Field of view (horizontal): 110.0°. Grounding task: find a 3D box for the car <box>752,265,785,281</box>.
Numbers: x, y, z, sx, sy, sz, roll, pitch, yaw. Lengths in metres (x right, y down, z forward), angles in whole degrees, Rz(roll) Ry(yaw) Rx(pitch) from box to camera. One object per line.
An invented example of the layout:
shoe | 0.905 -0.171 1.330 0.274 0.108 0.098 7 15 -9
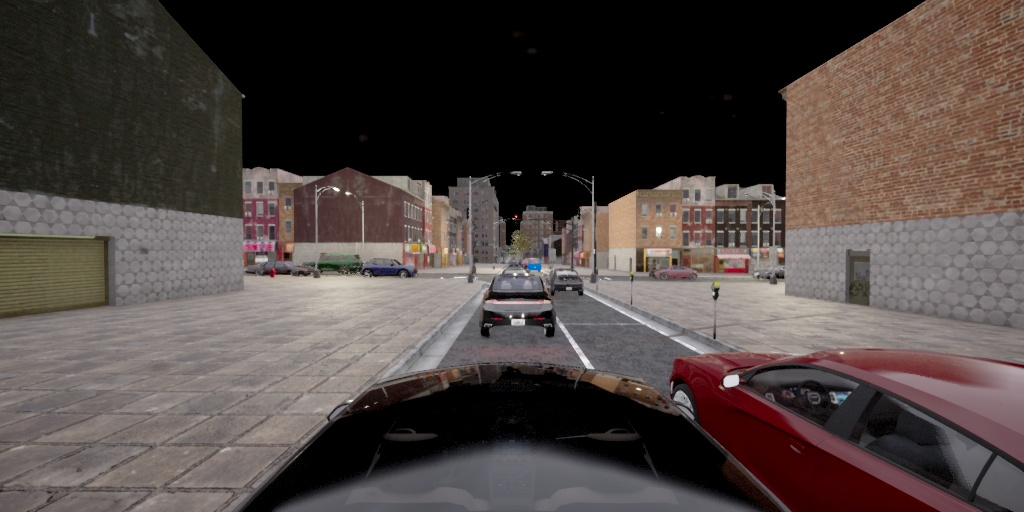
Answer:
car | 25.584 1.617 34.019 4.902 1.511 2.128 1 1 0

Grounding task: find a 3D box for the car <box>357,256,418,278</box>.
car | -10.607 1.039 31.322 4.553 1.767 2.097 1 1 0

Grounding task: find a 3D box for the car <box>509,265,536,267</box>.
car | 0.222 1.369 20.335 1.895 1.301 4.718 0 0 1

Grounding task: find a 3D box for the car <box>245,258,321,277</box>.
car | -20.159 1.106 31.380 5.357 1.411 2.033 1 1 0

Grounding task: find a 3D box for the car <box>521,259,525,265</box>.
car | 2.922 1.249 56.737 2.192 1.841 5.009 0 0 0

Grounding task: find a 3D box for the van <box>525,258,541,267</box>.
van | 2.867 1.210 46.156 1.690 1.789 3.998 0 0 0

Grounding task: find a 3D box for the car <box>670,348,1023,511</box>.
car | 2.637 1.294 2.326 1.888 1.381 4.507 0 0 0

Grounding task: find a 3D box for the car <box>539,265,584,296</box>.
car | 2.725 1.316 19.201 2.007 1.370 4.403 0 0 0

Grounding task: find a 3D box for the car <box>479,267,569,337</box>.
car | 0.143 1.243 10.292 2.128 1.511 4.902 0 0 0

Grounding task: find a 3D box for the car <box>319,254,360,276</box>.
car | -17.207 0.780 34.309 5.566 2.045 2.150 1 1 0

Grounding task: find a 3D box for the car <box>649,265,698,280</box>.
car | 15.290 1.554 34.094 4.181 1.385 1.994 1 1 0
